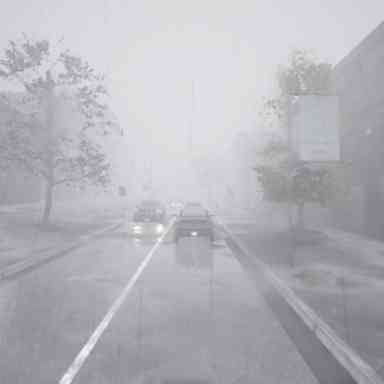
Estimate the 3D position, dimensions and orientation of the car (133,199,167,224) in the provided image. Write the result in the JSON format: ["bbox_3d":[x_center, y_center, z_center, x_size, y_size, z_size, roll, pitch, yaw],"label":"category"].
[{"bbox_3d":[-3.095,1.369,25.161,2.097,1.767,4.553,0,0,0],"label":"car"}]

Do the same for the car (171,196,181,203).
[{"bbox_3d":[-3.095,1.505,66.590,2.128,1.511,4.902,0,0,0],"label":"car"}]

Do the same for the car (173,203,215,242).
[{"bbox_3d":[0.102,1.516,16.507,1.837,1.490,4.892,0,0,0],"label":"car"}]

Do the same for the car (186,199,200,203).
[{"bbox_3d":[0.105,1.528,34.585,1.837,1.490,4.892,0,0,0],"label":"car"}]
